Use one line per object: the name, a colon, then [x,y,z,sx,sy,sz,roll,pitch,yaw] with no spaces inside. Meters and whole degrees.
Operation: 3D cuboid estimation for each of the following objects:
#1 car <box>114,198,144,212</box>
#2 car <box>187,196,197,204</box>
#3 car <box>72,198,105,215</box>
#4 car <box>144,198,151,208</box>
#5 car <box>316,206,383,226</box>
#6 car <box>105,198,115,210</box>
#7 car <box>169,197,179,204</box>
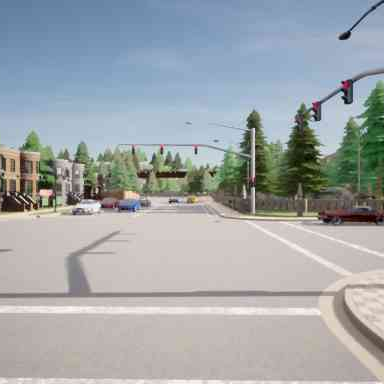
car: [-7.172,1.478,38.363,1.882,1.535,5.008,0,0,0]
car: [-0.031,1.478,64.917,1.882,1.535,5.008,0,0,0]
car: [-10.664,1.526,34.023,1.812,1.442,4.674,0,0,0]
car: [-7.164,1.564,48.350,1.994,1.385,4.181,0,0,0]
car: [11.142,1.601,22.901,4.718,1.301,1.895,0,0,2]
car: [-10.674,1.478,43.076,1.882,1.535,5.008,0,0,0]
car: [-3.531,1.601,65.200,1.895,1.301,4.718,0,0,0]
